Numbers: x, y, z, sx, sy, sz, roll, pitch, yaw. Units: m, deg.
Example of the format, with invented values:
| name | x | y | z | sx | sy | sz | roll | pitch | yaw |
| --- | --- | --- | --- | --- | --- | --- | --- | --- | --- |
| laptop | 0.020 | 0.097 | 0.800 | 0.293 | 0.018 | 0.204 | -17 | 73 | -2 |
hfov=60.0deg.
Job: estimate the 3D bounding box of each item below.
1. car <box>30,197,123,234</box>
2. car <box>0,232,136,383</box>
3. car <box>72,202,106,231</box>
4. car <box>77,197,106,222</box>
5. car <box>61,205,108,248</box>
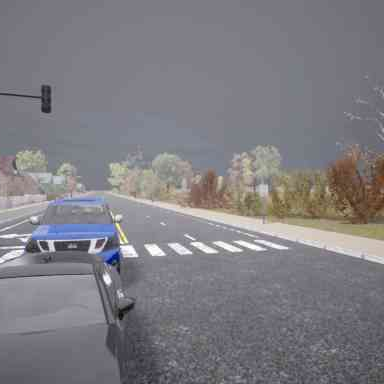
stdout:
| name | x | y | z | sx | sy | sz | roll | pitch | yaw |
| --- | --- | --- | --- | --- | --- | --- | --- | --- | --- |
| car | -3.363 | 1.218 | 9.936 | 2.150 | 2.045 | 5.566 | 0 | 0 | -16 |
| car | -1.693 | 1.524 | 3.855 | 1.812 | 1.442 | 4.674 | 0 | 0 | -13 |
| car | -6.650 | 1.468 | 21.737 | 1.882 | 1.535 | 5.008 | 0 | 0 | -16 |
| car | -8.239 | 1.338 | 27.462 | 2.097 | 1.767 | 4.553 | 0 | 0 | -16 |
| car | -5.052 | 1.499 | 15.999 | 1.837 | 1.490 | 4.892 | 0 | 0 | -16 |
